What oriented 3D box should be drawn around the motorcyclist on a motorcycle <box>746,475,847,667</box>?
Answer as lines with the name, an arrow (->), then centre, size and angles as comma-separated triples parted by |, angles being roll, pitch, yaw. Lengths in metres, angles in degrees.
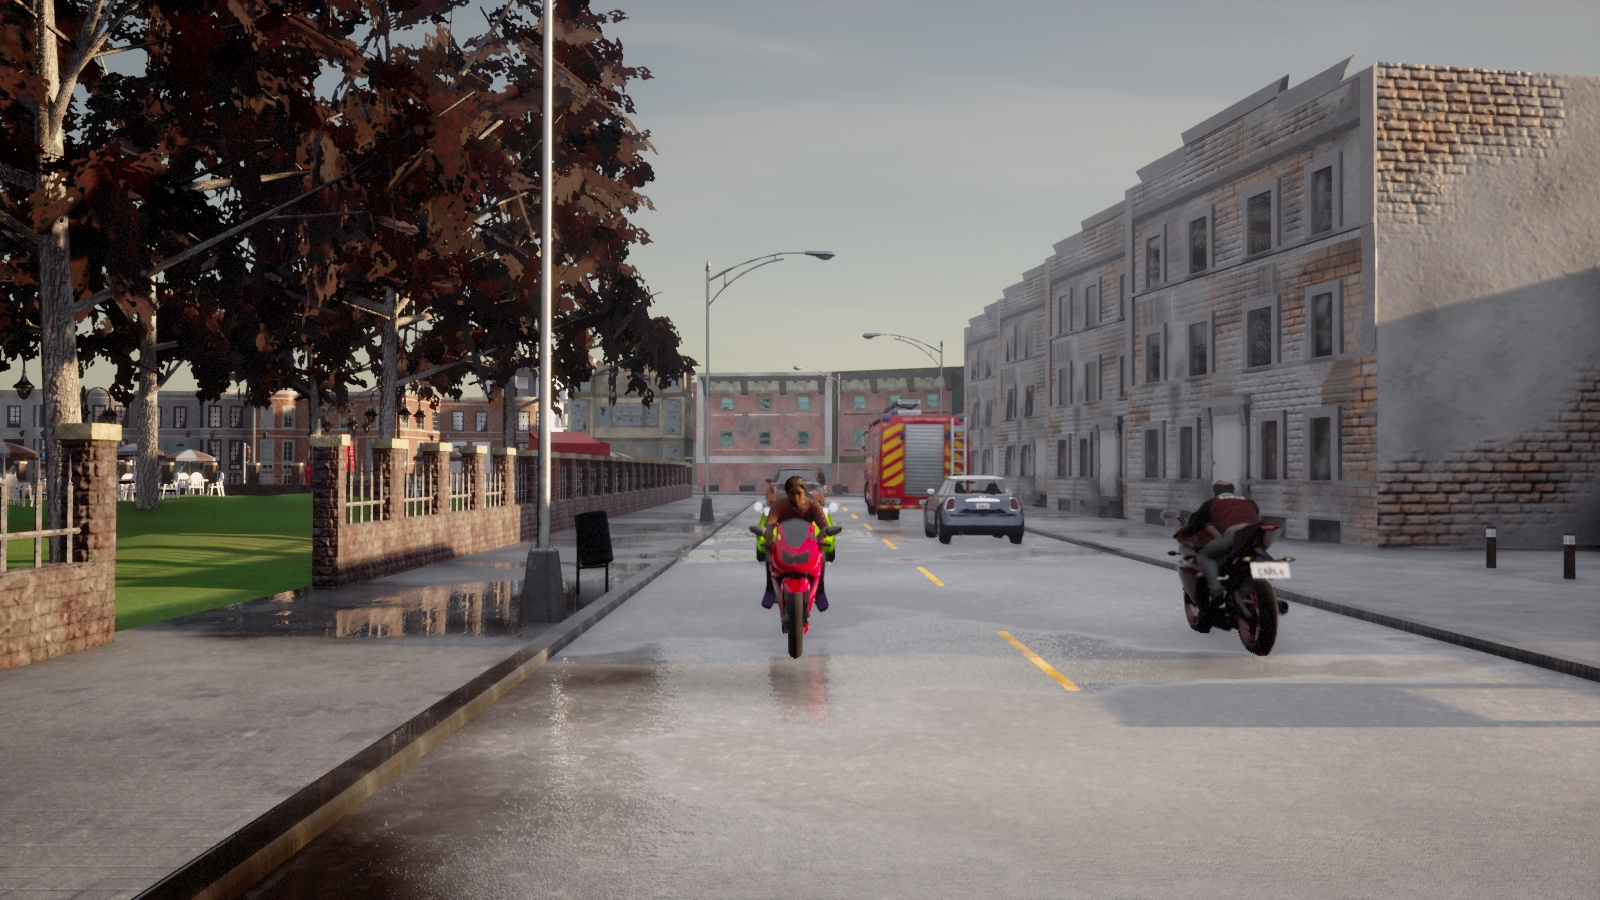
motorcyclist on a motorcycle -> -0.030, 0.982, 11.036 | 0.797, 1.523, 2.044 | 0, -1, 0

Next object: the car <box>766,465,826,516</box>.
car -> -0.158, 1.447, 46.168 | 2.097, 1.767, 4.553 | 0, -1, 0

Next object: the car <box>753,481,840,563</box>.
car -> -0.062, 1.244, 22.360 | 1.481, 1.376, 2.207 | 0, -1, 0

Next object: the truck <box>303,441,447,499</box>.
truck -> -26.336, 1.246, 78.091 | 7.936, 3.462, 2.891 | 0, -1, 0

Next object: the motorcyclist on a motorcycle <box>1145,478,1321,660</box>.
motorcyclist on a motorcycle -> 3.968, 1.030, 11.738 | 0.866, 1.530, 2.191 | 0, -1, 0

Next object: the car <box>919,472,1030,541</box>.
car -> 3.913, 1.246, 28.765 | 1.970, 1.475, 3.806 | 0, -1, 0

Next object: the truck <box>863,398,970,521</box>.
truck -> 3.849, 0.363, 43.517 | 2.891, 3.827, 8.468 | 0, -1, 0
